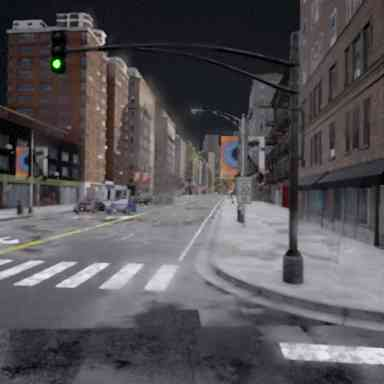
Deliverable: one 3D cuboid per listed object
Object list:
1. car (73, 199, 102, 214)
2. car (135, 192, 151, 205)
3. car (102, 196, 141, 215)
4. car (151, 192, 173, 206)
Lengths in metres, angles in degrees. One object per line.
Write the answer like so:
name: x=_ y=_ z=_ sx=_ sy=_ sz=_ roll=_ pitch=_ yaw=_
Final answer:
car: x=-9.724 y=1.366 z=32.006 sx=1.994 sy=1.385 sz=4.181 roll=1 pitch=0 yaw=6
car: x=-7.568 y=1.072 z=51.895 sx=2.150 sy=2.045 sz=5.566 roll=1 pitch=0 yaw=6
car: x=-6.523 y=1.368 z=31.367 sx=1.812 sy=1.442 sz=4.674 roll=1 pitch=0 yaw=6
car: x=-4.336 y=1.092 z=51.558 sx=2.150 sy=2.045 sz=5.566 roll=1 pitch=0 yaw=6
